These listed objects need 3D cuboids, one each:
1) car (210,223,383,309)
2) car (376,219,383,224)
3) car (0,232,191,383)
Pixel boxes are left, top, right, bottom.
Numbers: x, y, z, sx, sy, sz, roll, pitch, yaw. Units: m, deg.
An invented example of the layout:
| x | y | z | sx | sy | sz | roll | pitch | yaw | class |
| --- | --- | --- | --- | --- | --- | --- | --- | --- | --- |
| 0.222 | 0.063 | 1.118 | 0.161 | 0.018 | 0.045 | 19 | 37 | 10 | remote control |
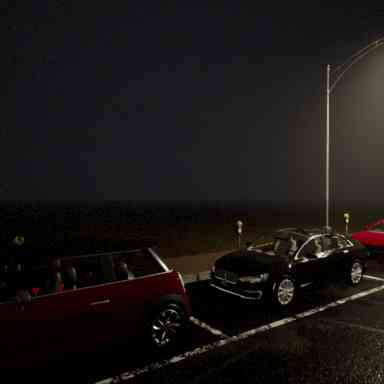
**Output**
| x | y | z | sx | sy | sz | roll | pitch | yaw | class |
| --- | --- | --- | --- | --- | --- | --- | --- | --- | --- |
| 2.412 | 1.552 | 7.808 | 4.403 | 1.369 | 2.008 | 0 | 1 | -35 | car |
| 6.920 | 1.548 | 11.023 | 4.507 | 1.381 | 1.887 | 0 | 1 | -35 | car |
| -2.094 | 1.440 | 4.593 | 4.097 | 1.590 | 1.967 | 0 | 1 | -35 | car |
